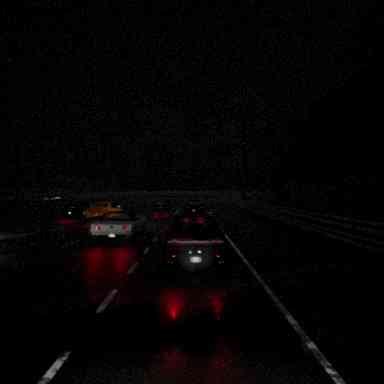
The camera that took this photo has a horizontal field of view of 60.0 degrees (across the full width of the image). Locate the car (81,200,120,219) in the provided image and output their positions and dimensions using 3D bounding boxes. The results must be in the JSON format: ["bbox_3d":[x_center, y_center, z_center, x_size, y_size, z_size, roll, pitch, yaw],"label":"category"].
[{"bbox_3d":[-6.908,1.485,26.480,1.882,1.535,5.008,0,0,0],"label":"car"}]

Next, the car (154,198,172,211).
[{"bbox_3d":[-3.514,1.503,40.830,2.128,1.511,4.902,0,0,0],"label":"car"}]

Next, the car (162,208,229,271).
[{"bbox_3d":[0.096,1.495,10.847,2.128,1.511,4.902,0,0,0],"label":"car"}]

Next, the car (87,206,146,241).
[{"bbox_3d":[-3.506,1.605,16.784,1.895,1.301,4.718,0,0,0],"label":"car"}]

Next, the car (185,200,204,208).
[{"bbox_3d":[0.255,1.533,33.108,1.812,1.442,4.674,0,0,2],"label":"car"}]

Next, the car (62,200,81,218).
[{"bbox_3d":[-10.410,1.513,30.696,1.837,1.490,4.892,0,0,0],"label":"car"}]
